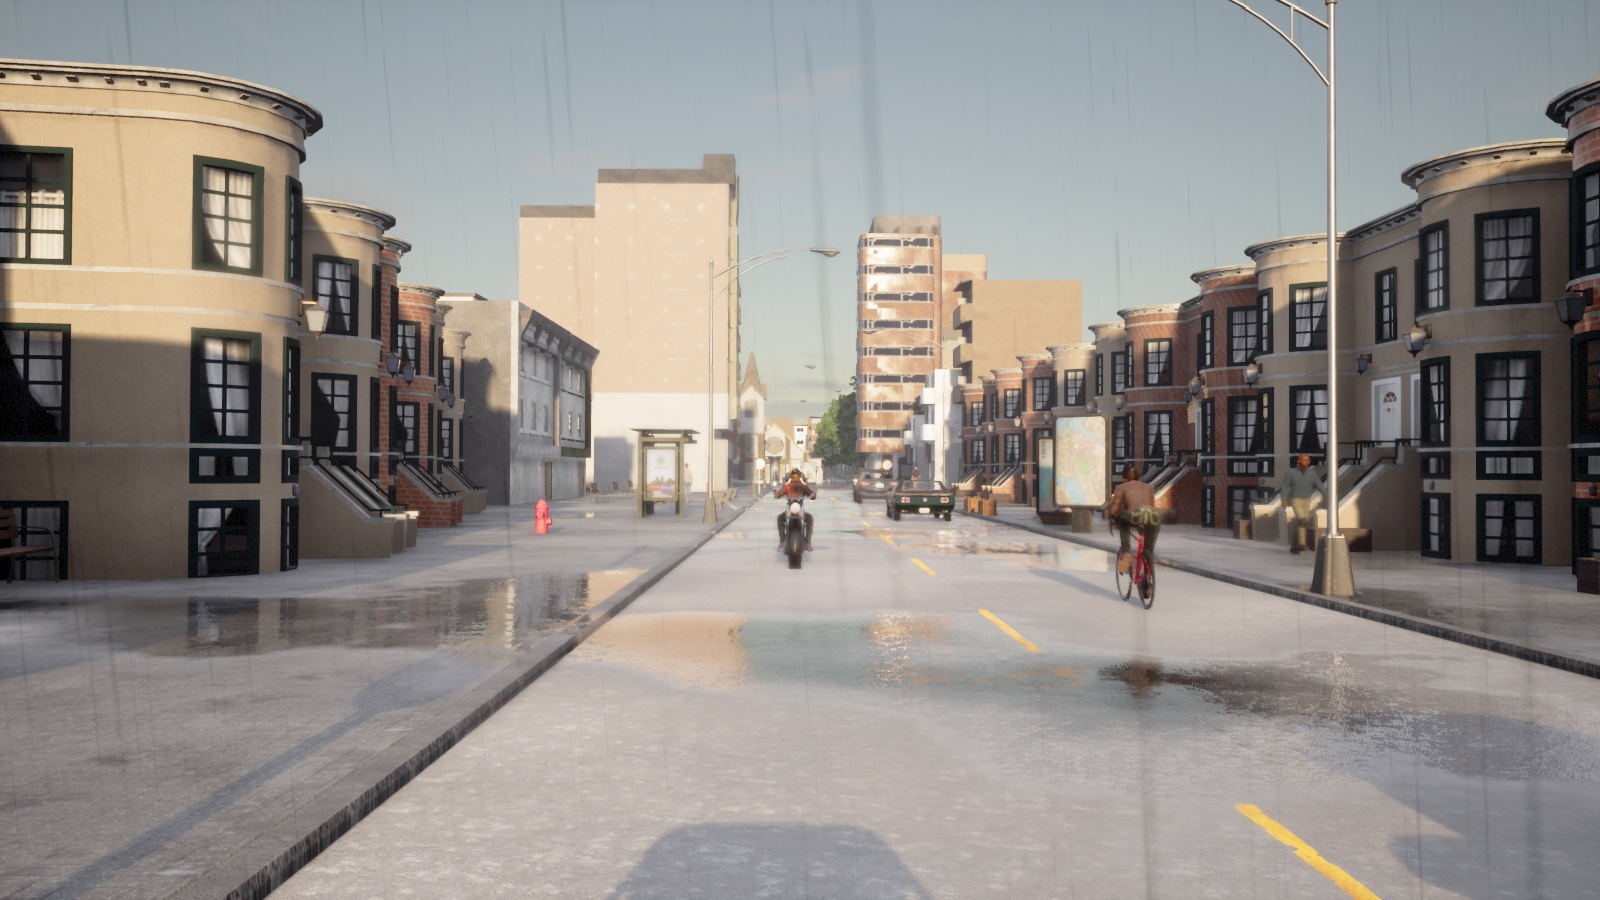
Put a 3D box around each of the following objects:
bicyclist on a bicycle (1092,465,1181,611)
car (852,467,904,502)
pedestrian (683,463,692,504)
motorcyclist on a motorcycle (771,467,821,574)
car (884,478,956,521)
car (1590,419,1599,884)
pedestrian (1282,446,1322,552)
[{"bbox_3d":[3.950,1.001,14.849,0.582,1.620,1.656,0,-1,0],"label":"bicyclist on a bicycle"},{"bbox_3d":[3.800,1.679,61.774,2.242,1.667,4.611,0,-1,0],"label":"car"},{"bbox_3d":[-5.074,1.494,56.623,0.354,1.836,0.706,0,-1,-1],"label":"pedestrian"},{"bbox_3d":[-0.068,1.110,20.594,0.766,1.649,2.350,0,-1,0],"label":"motorcyclist on a motorcycle"},{"bbox_3d":[3.868,1.589,41.104,1.895,1.301,4.718,0,-1,0],"label":"car"},{"bbox_3d":[3.991,0.680,2.227,2.242,1.667,4.611,0,-1,0],"label":"car"},{"bbox_3d":[8.846,0.860,22.127,0.370,1.835,0.726,0,-1,-3],"label":"pedestrian"}]
